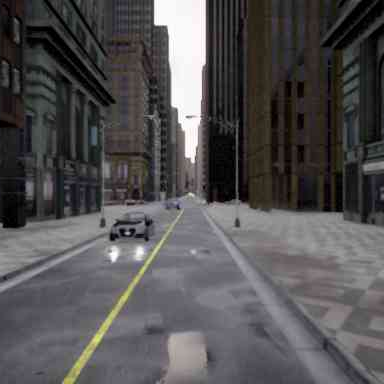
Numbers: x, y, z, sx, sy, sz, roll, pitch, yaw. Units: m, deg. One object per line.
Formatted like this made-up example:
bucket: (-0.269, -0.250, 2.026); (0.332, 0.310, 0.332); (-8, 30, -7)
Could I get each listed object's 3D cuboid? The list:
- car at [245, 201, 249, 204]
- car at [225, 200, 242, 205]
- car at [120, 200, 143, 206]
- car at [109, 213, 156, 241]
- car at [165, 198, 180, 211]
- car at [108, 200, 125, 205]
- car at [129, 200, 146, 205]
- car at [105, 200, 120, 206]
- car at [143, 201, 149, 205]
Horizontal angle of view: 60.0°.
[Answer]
car: (17.058, 2.765, 93.257); (4.507, 1.381, 1.887); (0, 0, 0)
car: (11.588, 2.757, 93.239); (4.829, 1.417, 1.752); (0, 0, 0)
car: (-15.334, 2.752, 84.623); (4.097, 1.590, 1.967); (0, 0, 0)
car: (-3.100, 1.811, 17.945); (1.994, 1.385, 4.181); (0, -1, 0)
car: (-3.074, 1.975, 54.057); (2.150, 2.045, 5.566); (0, -1, 0)
car: (-21.003, 2.894, 93.128); (4.313, 1.339, 1.947); (0, 0, 0)
car: (-15.333, 2.859, 93.148); (4.403, 1.369, 2.008); (0, 0, 0)
car: (-21.004, 2.883, 84.604); (4.403, 1.369, 2.008); (0, 0, 0)
car: (-13.743, 2.794, 87.393); (4.892, 1.490, 1.837); (0, 0, 0)
